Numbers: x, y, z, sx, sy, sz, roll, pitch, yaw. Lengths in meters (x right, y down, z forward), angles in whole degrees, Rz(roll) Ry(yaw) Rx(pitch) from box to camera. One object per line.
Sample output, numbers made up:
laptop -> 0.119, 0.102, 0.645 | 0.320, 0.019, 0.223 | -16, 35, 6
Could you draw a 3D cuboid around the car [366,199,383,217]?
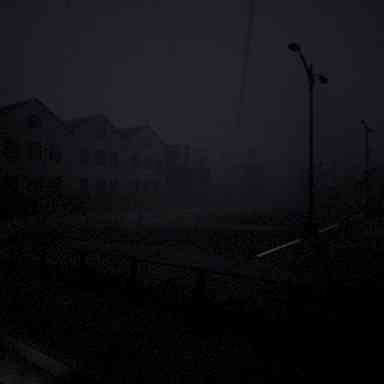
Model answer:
car -> 15.375, 1.298, 26.844 | 2.007, 1.523, 4.514 | 0, 0, 35
